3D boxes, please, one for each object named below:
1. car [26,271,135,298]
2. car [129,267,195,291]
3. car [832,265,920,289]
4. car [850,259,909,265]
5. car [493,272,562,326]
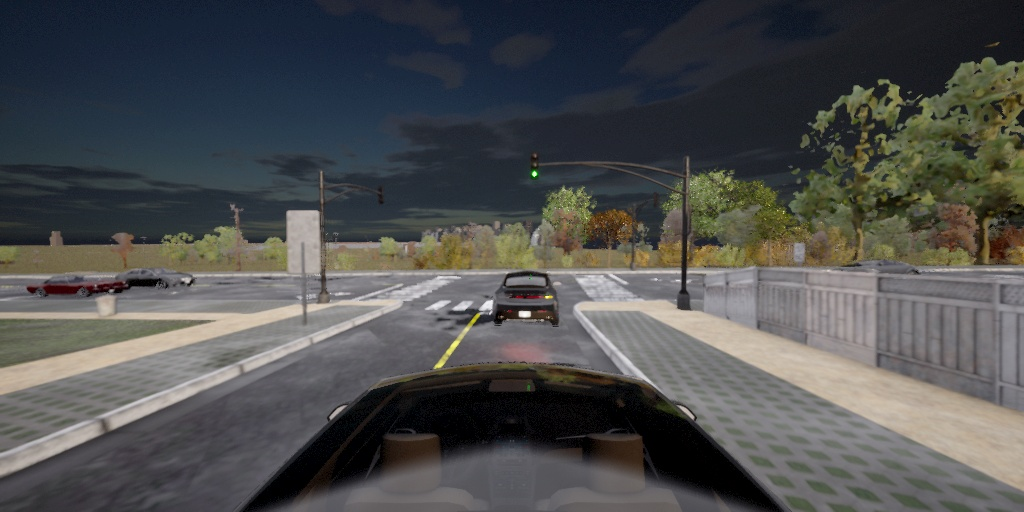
[{"bbox_3d":[-26.681,1.837,22.128,4.718,1.301,1.895,-1,2,5],"label":"car"},{"bbox_3d":[-25.091,1.567,25.236,4.902,1.511,2.128,-1,2,5],"label":"car"},{"bbox_3d":[17.770,1.298,18.073,4.718,1.301,1.895,-1,3,6],"label":"car"},{"bbox_3d":[24.425,0.896,24.082,4.181,1.385,1.994,-1,2,5],"label":"car"},{"bbox_3d":[0.530,1.234,11.560,1.837,1.490,4.892,0,0,5],"label":"car"}]
